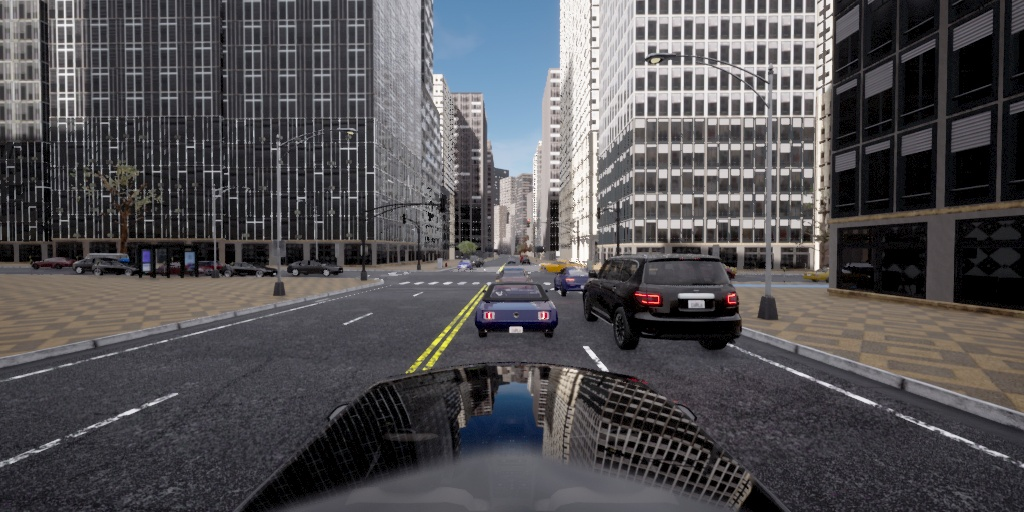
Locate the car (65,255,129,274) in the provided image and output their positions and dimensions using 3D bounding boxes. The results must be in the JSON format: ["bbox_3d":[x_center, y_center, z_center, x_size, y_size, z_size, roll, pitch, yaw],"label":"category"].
[{"bbox_3d":[-38.791,0.923,34.165,4.892,1.490,1.837,1,1,1],"label":"car"}]

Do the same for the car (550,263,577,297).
[{"bbox_3d":[3.332,1.267,18.896,1.812,1.442,4.674,0,0,0],"label":"car"}]

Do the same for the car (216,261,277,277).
[{"bbox_3d":[-22.762,1.174,31.142,4.313,1.339,1.948,0,0,1],"label":"car"}]

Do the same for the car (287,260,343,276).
[{"bbox_3d":[-18.472,1.107,33.765,4.892,1.490,1.837,1,1,1],"label":"car"}]

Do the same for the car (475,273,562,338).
[{"bbox_3d":[0.093,1.347,10.166,1.895,1.301,4.718,0,0,0],"label":"car"}]

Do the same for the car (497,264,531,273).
[{"bbox_3d":[0.084,1.305,18.903,1.994,1.385,4.181,0,0,0],"label":"car"}]

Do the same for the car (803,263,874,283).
[{"bbox_3d":[27.612,1.579,30.471,4.829,1.417,1.751,0,0,1],"label":"car"}]

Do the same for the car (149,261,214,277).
[{"bbox_3d":[-28.447,1.138,31.270,4.207,1.307,1.802,0,0,1],"label":"car"}]

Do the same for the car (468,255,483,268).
[{"bbox_3d":[-6.636,0.925,61.153,2.150,2.045,5.566,0,0,0],"label":"car"}]

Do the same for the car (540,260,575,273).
[{"bbox_3d":[5.385,1.199,39.460,5.008,1.535,1.882,2,3,43],"label":"car"}]

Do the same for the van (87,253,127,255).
[{"bbox_3d":[-45.328,0.605,40.086,3.998,1.789,1.690,0,0,1],"label":"van"}]

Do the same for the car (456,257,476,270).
[{"bbox_3d":[-6.641,1.241,51.190,1.812,1.442,4.674,0,0,-2],"label":"car"}]

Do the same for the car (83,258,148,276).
[{"bbox_3d":[-34.127,1.069,31.437,4.313,1.339,1.948,0,0,1],"label":"car"}]

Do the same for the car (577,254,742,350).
[{"bbox_3d":[3.343,0.968,9.204,2.150,2.045,5.566,0,0,0],"label":"car"}]

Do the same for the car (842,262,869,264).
[{"bbox_3d":[33.783,1.367,36.136,4.553,1.767,2.097,1,1,1],"label":"car"}]
